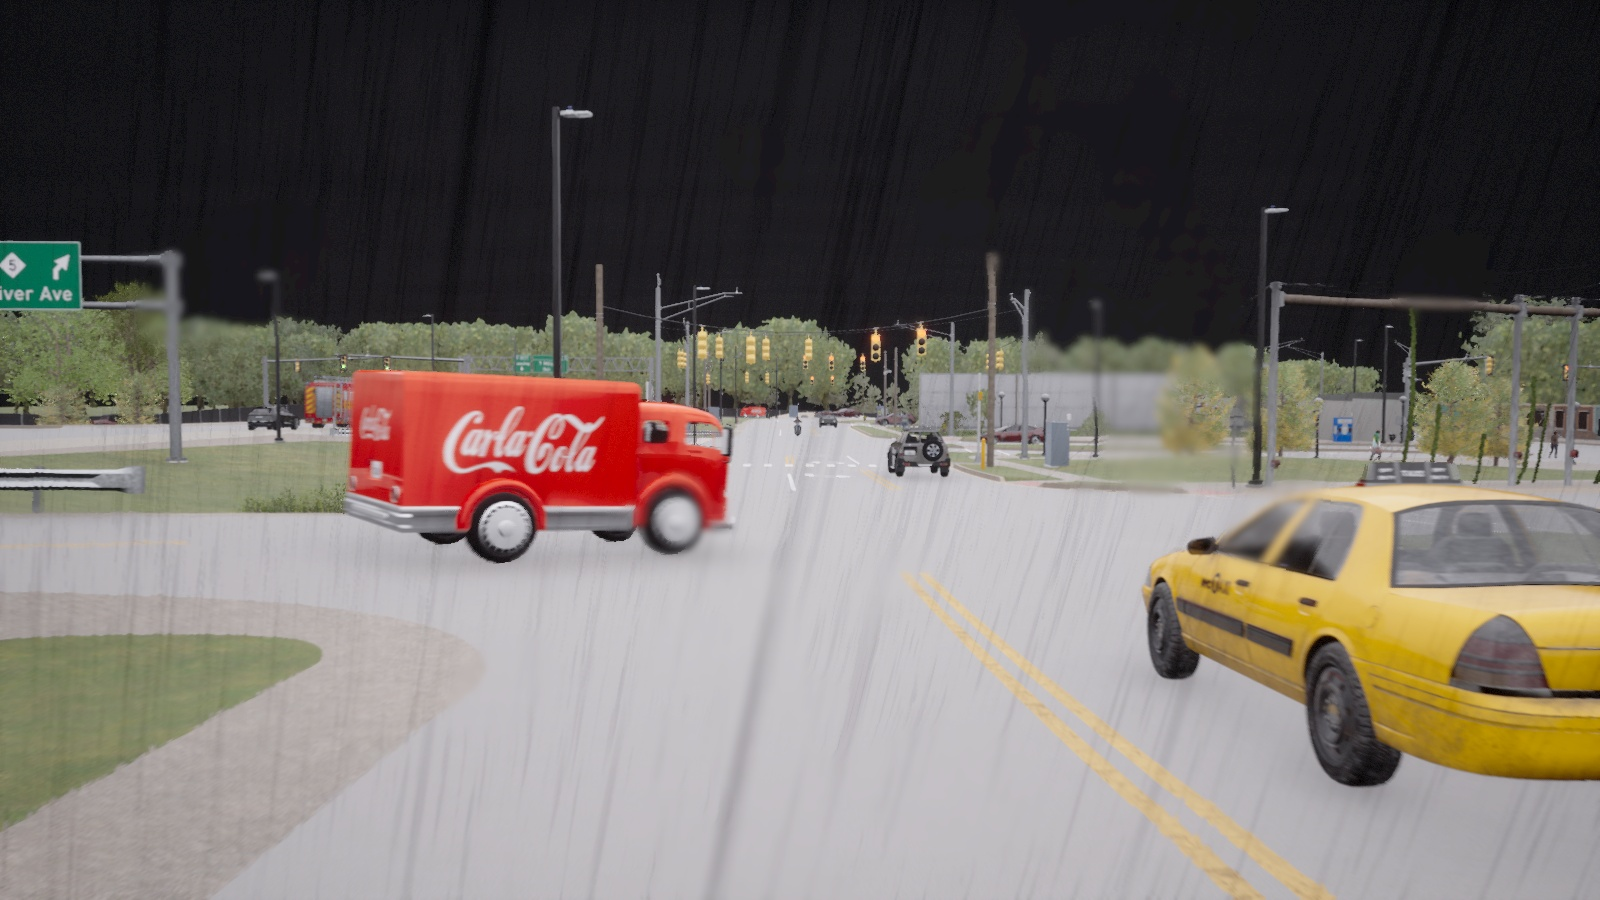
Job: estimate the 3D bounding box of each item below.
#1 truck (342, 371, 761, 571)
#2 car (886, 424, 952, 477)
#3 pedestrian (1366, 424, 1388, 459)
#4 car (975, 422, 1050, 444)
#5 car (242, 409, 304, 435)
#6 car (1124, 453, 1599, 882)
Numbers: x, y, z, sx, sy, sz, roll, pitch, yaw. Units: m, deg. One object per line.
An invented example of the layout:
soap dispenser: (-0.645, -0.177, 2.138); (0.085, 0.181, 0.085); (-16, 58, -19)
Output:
truck: (-3.500, 0.238, 18.031); (5.204, 2.467, 2.627); (1, 2, -35)
car: (4.400, -0.023, 47.028); (1.932, 1.855, 4.605); (0, 2, -1)
pedestrian: (32.901, -0.501, 71.597); (0.873, 1.952, 0.659); (0, 3, -1)
car: (14.938, -1.231, 88.294); (4.792, 1.488, 2.163); (0, 2, -4)
car: (-34.538, -1.858, 82.451); (2.033, 1.649, 4.856); (0, 2, -1)
car: (3.486, 0.811, 7.303); (1.801, 1.575, 5.366); (0, 0, 0)
